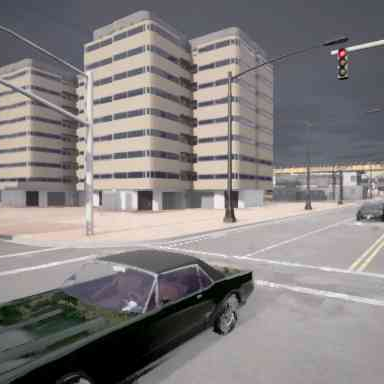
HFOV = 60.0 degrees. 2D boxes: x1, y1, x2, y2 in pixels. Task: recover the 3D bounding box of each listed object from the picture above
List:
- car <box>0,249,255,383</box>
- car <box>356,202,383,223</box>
[{"bbox_3d":[-0.925,1.602,4.664,1.895,1.301,4.718,0,0,35],"label":"car"},{"bbox_3d":[13.992,1.548,25.733,1.837,1.490,4.892,0,0,35],"label":"car"}]
